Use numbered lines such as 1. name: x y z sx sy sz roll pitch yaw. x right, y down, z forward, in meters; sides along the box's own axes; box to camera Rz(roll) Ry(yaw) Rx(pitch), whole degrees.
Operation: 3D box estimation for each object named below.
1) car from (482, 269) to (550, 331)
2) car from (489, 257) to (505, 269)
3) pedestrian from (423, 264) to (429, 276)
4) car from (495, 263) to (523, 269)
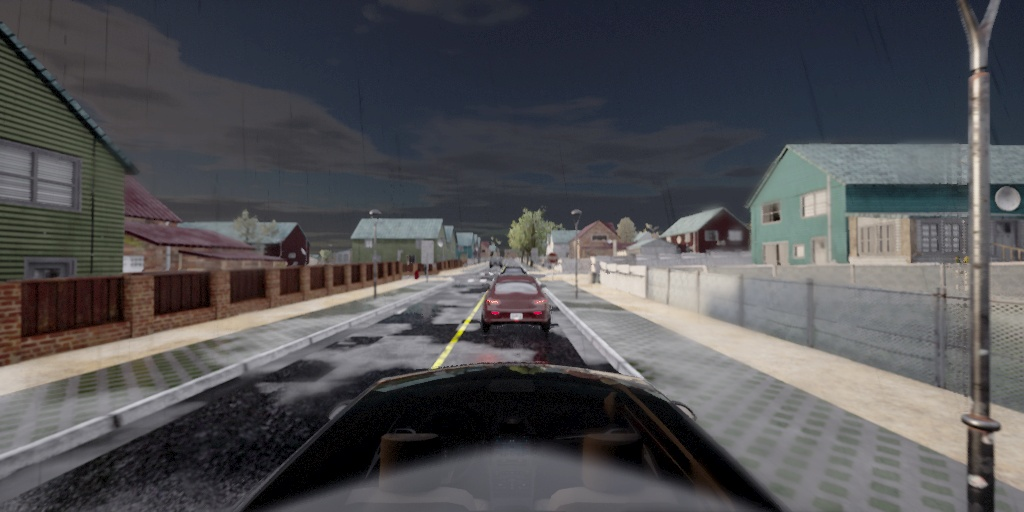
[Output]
1. car: 0.098 1.301 11.022 1.812 1.442 4.674 0 0 0
2. car: -2.802 1.111 62.631 2.150 2.045 5.566 0 0 1
3. pedestrian: -9.689 1.303 40.436 0.375 1.860 0.375 0 0 0
4. car: 0.099 1.370 23.398 1.994 1.385 4.181 0 0 0
